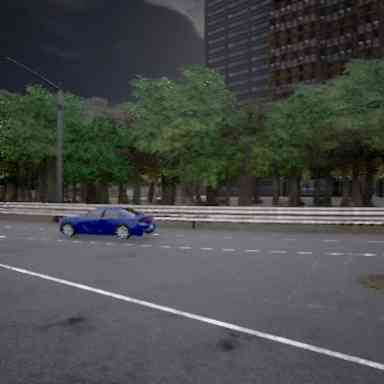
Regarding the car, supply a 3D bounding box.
[{"bbox_3d":[-4.256,1.488,16.664,5.008,1.535,1.882,0,0,19],"label":"car"}]
